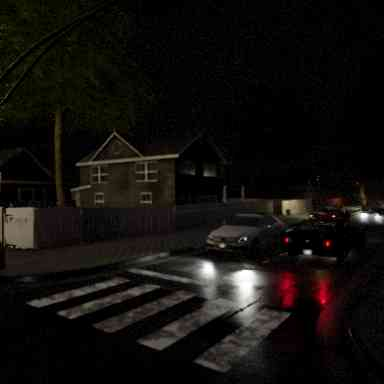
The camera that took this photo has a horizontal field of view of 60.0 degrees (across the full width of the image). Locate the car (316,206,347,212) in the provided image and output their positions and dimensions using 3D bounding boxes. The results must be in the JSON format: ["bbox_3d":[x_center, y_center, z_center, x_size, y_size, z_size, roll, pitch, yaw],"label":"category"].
[{"bbox_3d":[9.860,1.690,23.714,1.895,1.301,4.718,0,0,36],"label":"car"}]

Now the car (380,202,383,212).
[{"bbox_3d":[20.424,1.709,33.233,1.895,1.301,4.718,0,0,36],"label":"car"}]

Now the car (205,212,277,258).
[{"bbox_3d":[2.349,1.578,13.375,1.812,1.442,4.674,0,0,34],"label":"car"}]

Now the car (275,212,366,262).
[{"bbox_3d":[5.070,1.636,12.390,1.895,1.301,4.718,-1,0,38],"label":"car"}]

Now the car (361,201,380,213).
[{"bbox_3d":[21.624,1.746,39.780,1.895,1.301,4.718,0,0,36],"label":"car"}]
